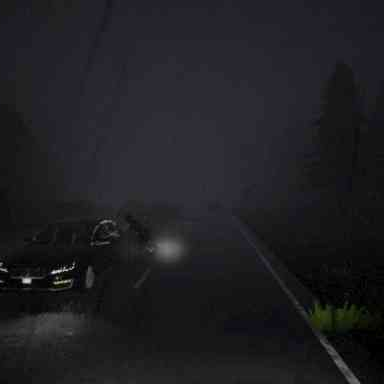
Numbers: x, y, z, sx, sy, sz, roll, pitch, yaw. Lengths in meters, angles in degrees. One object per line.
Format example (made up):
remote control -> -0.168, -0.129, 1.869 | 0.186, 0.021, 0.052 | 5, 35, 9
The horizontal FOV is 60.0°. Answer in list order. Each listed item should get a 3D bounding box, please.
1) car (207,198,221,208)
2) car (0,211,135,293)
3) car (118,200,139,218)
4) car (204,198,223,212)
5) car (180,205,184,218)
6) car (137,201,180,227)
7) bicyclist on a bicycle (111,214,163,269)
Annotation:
car -> 3.226, 1.601, 48.793 | 1.895, 1.301, 4.718 | 0, 0, 5
car -> -3.104, 1.505, 8.992 | 1.837, 1.490, 4.892 | 0, 0, 4
car -> -4.770, 1.455, 27.069 | 1.816, 1.474, 4.193 | 6, 0, 2
car -> 2.558, 1.525, 38.510 | 1.812, 1.442, 4.674 | 0, 0, 4
car -> -1.746, 1.529, 27.754 | 1.812, 1.442, 4.674 | 0, 0, 4
car -> -2.164, 1.505, 22.883 | 1.837, 1.490, 4.892 | 0, 0, 4
bicyclist on a bicycle -> -1.677, 1.455, 9.709 | 1.656, 1.620, 0.582 | -2, 0, 4
